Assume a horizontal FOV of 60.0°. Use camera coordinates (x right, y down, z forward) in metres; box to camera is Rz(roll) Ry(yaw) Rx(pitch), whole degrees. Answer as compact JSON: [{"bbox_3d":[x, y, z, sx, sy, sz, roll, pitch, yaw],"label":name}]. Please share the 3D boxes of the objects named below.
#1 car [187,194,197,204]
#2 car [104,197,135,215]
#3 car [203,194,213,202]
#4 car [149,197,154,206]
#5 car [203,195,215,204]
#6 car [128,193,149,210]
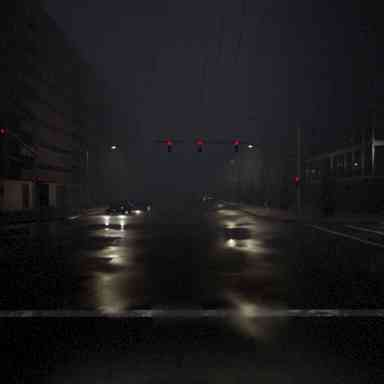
[{"bbox_3d":[-0.038,1.561,64.574,1.994,1.385,4.181,0,0,1],"label":"car"},{"bbox_3d":[-7.466,1.524,34.177,1.812,1.442,4.674,0,0,0],"label":"car"},{"bbox_3d":[3.465,1.351,74.531,2.097,1.767,4.553,0,0,1],"label":"car"},{"bbox_3d":[-7.340,1.545,54.552,2.033,1.411,5.357,0,0,1],"label":"car"},{"bbox_3d":[3.461,1.488,64.666,2.128,1.511,4.902,0,0,1],"label":"car"},{"bbox_3d":[-7.452,1.219,44.088,2.150,2.045,5.566,0,0,1],"label":"car"}]
